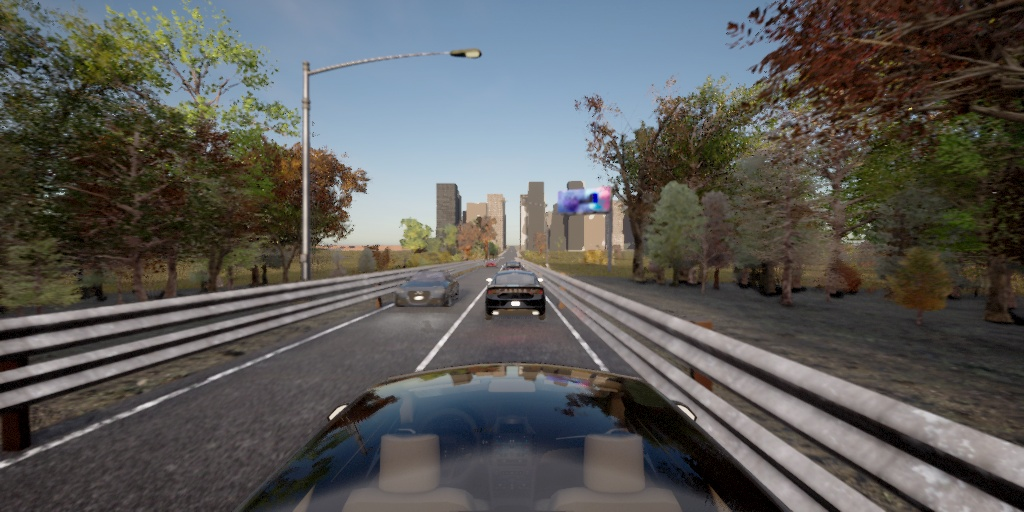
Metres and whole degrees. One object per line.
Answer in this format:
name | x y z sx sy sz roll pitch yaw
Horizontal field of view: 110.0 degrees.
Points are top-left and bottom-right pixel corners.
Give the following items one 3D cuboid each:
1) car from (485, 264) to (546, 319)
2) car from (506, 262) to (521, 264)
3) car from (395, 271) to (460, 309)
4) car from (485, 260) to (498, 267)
car | 0.106 1.223 12.804 1.882 1.535 5.008 0 0 0
car | 0.097 1.242 32.499 1.837 1.490 4.892 0 0 0
car | -3.344 1.309 14.866 1.994 1.385 4.181 0 0 0
car | -3.265 1.242 56.934 1.895 1.301 4.718 0 0 0
